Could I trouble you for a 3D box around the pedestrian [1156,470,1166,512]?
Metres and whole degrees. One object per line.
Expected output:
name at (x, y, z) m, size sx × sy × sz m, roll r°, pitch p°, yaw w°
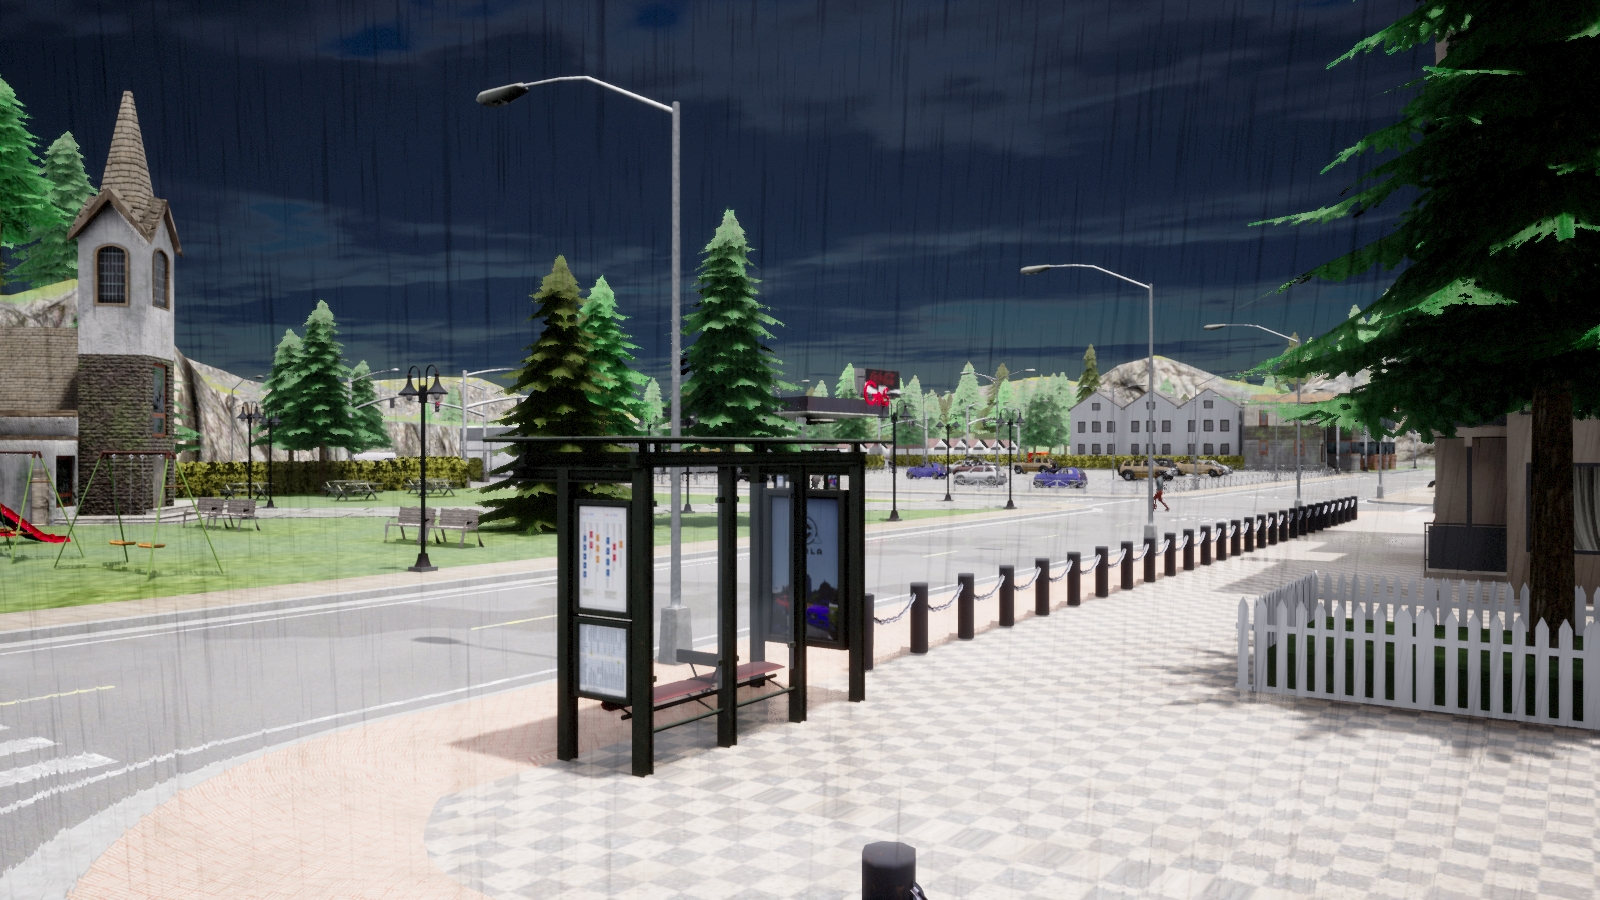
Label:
pedestrian at (16.076, 1.818, 50.863) m, size 0.375 × 1.860 × 0.375 m, roll 0°, pitch 0°, yaw 20°
